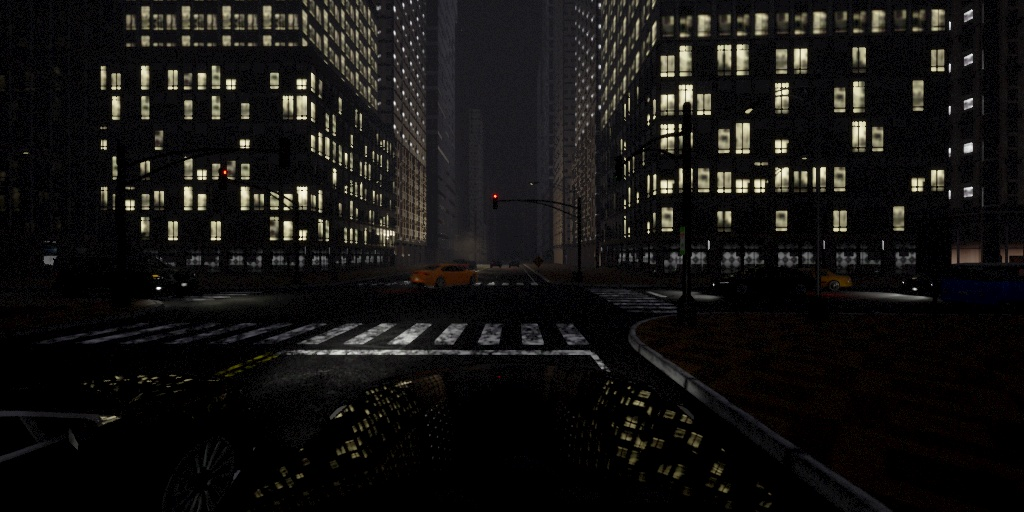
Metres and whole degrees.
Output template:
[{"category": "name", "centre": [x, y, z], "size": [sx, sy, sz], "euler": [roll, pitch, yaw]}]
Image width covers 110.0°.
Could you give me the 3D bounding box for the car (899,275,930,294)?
[{"category": "car", "centre": [23.464, 1.324, 18.412], "size": [5.357, 1.411, 2.033], "euler": [0, 0, 2]}]

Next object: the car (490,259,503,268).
[{"category": "car", "centre": [-2.862, 1.369, 63.761], "size": [1.837, 1.490, 4.892], "euler": [0, 0, 0]}]

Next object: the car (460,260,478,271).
[{"category": "car", "centre": [-6.354, 1.378, 53.825], "size": [2.033, 1.411, 5.357], "euler": [0, 0, 0]}]

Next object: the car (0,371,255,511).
[{"category": "car", "centre": [-3.155, 1.241, 1.132], "size": [2.128, 1.511, 4.902], "euler": [0, 0, 0]}]

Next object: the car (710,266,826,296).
[{"category": "car", "centre": [13.064, 1.274, 18.836], "size": [4.892, 1.490, 1.837], "euler": [0, 0, 2]}]

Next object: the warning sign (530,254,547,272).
[{"category": "warning sign", "centre": [3.033, 0.912, 41.321], "size": [1.300, 1.860, 1.060], "euler": [0, 0, 0]}]

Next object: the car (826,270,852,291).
[{"category": "car", "centre": [17.177, 1.294, 21.268], "size": [4.829, 1.417, 1.751], "euler": [0, 0, 2]}]

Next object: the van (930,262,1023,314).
[{"category": "van", "centre": [18.409, 1.120, 13.090], "size": [3.998, 1.789, 1.690], "euler": [0, 0, 2]}]

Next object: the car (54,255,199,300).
[{"category": "car", "centre": [-18.085, 0.981, 16.935], "size": [5.566, 2.045, 2.150], "euler": [0, 0, 4]}]

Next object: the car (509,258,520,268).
[{"category": "car", "centre": [0.390, 1.359, 64.826], "size": [2.128, 1.511, 4.902], "euler": [0, 0, 1]}]

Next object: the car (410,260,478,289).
[{"category": "car", "centre": [-4.319, 1.242, 23.562], "size": [1.882, 1.535, 5.008], "euler": [1, 1, 35]}]
